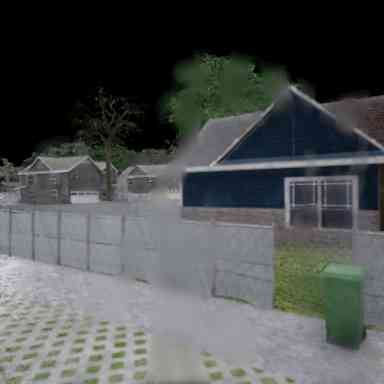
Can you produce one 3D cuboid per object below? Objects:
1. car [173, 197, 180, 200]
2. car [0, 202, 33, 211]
[{"bbox_3d":[-0.968,1.201,49.837,2.033,1.411,5.357,-1,1,32],"label":"car"},{"bbox_3d":[-14.803,1.488,27.568,1.994,1.385,4.181,-1,0,32],"label":"car"}]
